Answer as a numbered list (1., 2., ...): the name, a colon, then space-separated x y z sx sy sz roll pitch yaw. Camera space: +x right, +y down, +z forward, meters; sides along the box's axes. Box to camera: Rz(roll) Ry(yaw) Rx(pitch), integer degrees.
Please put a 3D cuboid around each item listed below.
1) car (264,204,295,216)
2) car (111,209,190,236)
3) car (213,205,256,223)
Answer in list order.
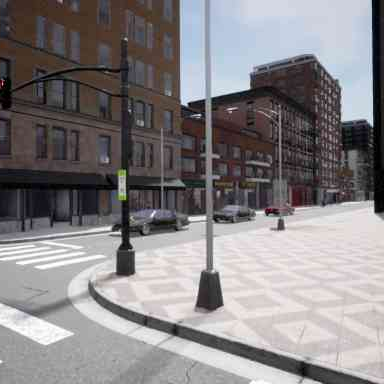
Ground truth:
1. car: 9.642 1.930 36.528 1.895 1.301 4.718 -1 -1 36
2. car: -2.270 1.708 19.986 2.033 1.411 5.357 -1 -1 36
3. car: 3.632 1.793 28.197 2.033 1.411 5.357 -1 -1 35
